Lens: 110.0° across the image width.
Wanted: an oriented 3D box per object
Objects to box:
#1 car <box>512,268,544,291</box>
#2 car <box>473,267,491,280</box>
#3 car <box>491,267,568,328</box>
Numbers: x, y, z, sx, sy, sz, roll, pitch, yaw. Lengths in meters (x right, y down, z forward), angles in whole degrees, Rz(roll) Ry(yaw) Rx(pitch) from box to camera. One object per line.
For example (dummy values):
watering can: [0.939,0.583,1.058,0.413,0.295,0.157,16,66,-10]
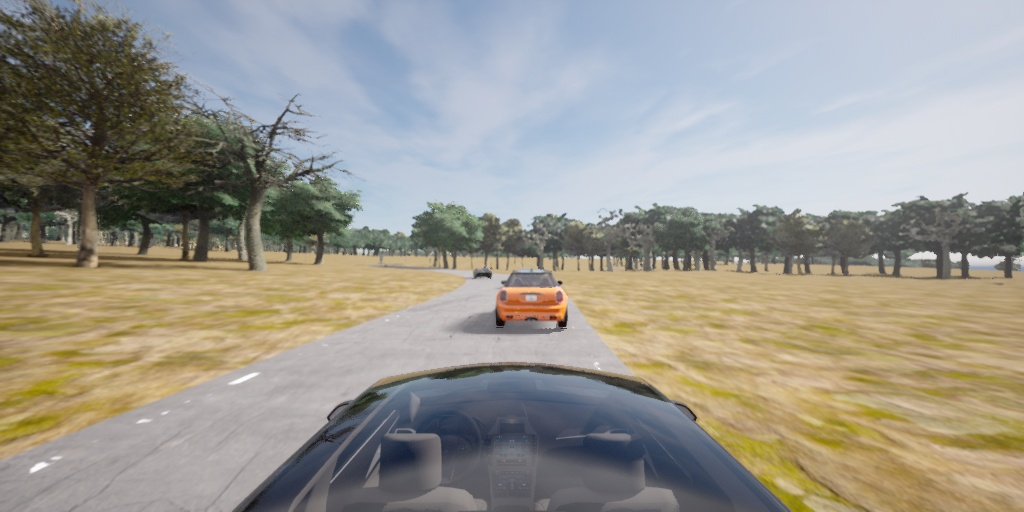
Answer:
car: [1.064,1.643,26.622,2.033,1.411,5.357,0,-1,-1]
car: [-3.235,1.890,39.491,1.895,1.301,4.718,0,-1,-9]
car: [0.665,1.223,12.097,2.097,1.767,4.553,0,-1,3]
